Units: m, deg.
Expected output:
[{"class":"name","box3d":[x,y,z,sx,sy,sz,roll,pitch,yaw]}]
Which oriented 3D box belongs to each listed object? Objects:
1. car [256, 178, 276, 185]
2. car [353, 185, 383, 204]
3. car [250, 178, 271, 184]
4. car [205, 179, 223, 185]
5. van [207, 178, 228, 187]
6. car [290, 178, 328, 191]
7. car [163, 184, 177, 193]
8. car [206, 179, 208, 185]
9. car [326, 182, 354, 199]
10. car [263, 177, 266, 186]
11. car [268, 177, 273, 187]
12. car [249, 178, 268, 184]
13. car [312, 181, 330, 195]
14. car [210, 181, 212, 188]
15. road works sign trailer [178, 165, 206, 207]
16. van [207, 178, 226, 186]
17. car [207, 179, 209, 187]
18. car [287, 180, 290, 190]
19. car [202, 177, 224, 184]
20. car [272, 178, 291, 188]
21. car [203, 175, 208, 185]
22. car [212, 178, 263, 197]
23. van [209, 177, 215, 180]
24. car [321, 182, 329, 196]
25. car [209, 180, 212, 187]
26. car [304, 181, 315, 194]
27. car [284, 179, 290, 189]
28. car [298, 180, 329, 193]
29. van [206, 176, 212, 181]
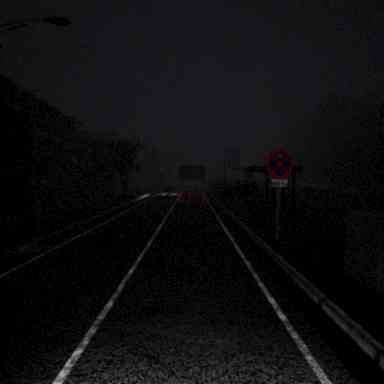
[{"class":"car","box3d":[18.775,-2.678,84.931,4.553,1.767,2.185,0,3,0]},{"class":"car","box3d":[18.795,0.305,32.269,4.792,1.488,2.163,0,3,0]},{"class":"car","box3d":[18.551,-2.879,90.478,5.366,1.575,1.946,0,3,0]},{"class":"car","box3d":[5.659,-2.644,87.266,4.674,1.452,2.002,0,3,0]},{"class":"van","box3d":[5.795,-2.256,76.056,4.442,1.987,1.878,0,3,0]},{"class":"car","box3d":[18.766,-0.955,51.660,5.566,2.045,2.435,0,3,0]},{"class":"car","box3d":[-3.333,-0.546,50.752,1.895,1.301,4.718,0,3,0]},{"class":"car","box3d":[5.693,-1.350,64.874,4.674,1.452,2.002,0,3,0]},{"class":"car","box3d":[18.630,-0.007,37.813,5.366,1.575,1.946,0,3,0]},{"class":"car","box3d":[18.794,-1.994,71.067,5.566,2.045,2.435,0,3,0]},{"class":"car","box3d":[18.741,-1.837,68.295,5.566,2.045,2.435,0,3,0]},{"class":"car","box3d":[18.738,-3.037,93.251,4.892,1.521,2.231,0,3,0]},{"class":"car","box3d":[18.814,-0.283,43.356,4.892,1.521,2.231,0,3,0]},{"class":"car","box3d":[5.540,-0.380,45.268,5.366,1.575,1.946,0,3,0]},{"class":"road works sign trailer","box3d":[0.022,-0.608,29.674,2.380,3.560,2.880,0,3,2]},{"class":"van","box3d":[5.791,-2.419,78.855,4.442,1.987,1.878,0,3,0]},{"class":"car","box3d":[5.729,-1.207,62.069,4.792,1.488,2.163,0,3,0]},{"class":"car","box3d":[18.785,-0.843,54.444,4.892,1.521,2.231,0,3,0]},{"class":"car","box3d":[5.628,-3.098,90.047,5.566,2.045,2.435,0,3,0]},{"class":"car","box3d":[18.803,-1.402,65.540,4.792,1.488,2.163,0,3,0]},{"class":"car","box3d":[5.654,-2.117,73.255,5.566,2.045,2.435,0,3,0]},{"class":"car","box3d":[5.701,-0.486,42.455,5.566,2.045,2.435,0,3,0]},{"class":"van","box3d":[5.591,-1.169,56.459,4.442,1.987,1.878,0,3,0]},{"class":"car","box3d":[18.841,-0.115,40.586,4.792,1.488,2.163,0,3,0]},{"class":"car","box3d":[5.707,-0.801,53.667,5.008,1.535,2.097,0,3,0]},{"class":"car","box3d":[18.809,-0.424,46.128,5.008,1.535,2.097,0,3,0]},{"class":"car","box3d":[18.781,-0.987,57.218,5.008,1.535,2.097,0,3,0]},{"class":"car","box3d":[18.804,-0.565,48.901,5.008,1.535,2.097,0,3,0]},{"class":"van","box3d":[5.803,-1.929,70.461,4.442,1.987,1.878,0,3,0]}]
